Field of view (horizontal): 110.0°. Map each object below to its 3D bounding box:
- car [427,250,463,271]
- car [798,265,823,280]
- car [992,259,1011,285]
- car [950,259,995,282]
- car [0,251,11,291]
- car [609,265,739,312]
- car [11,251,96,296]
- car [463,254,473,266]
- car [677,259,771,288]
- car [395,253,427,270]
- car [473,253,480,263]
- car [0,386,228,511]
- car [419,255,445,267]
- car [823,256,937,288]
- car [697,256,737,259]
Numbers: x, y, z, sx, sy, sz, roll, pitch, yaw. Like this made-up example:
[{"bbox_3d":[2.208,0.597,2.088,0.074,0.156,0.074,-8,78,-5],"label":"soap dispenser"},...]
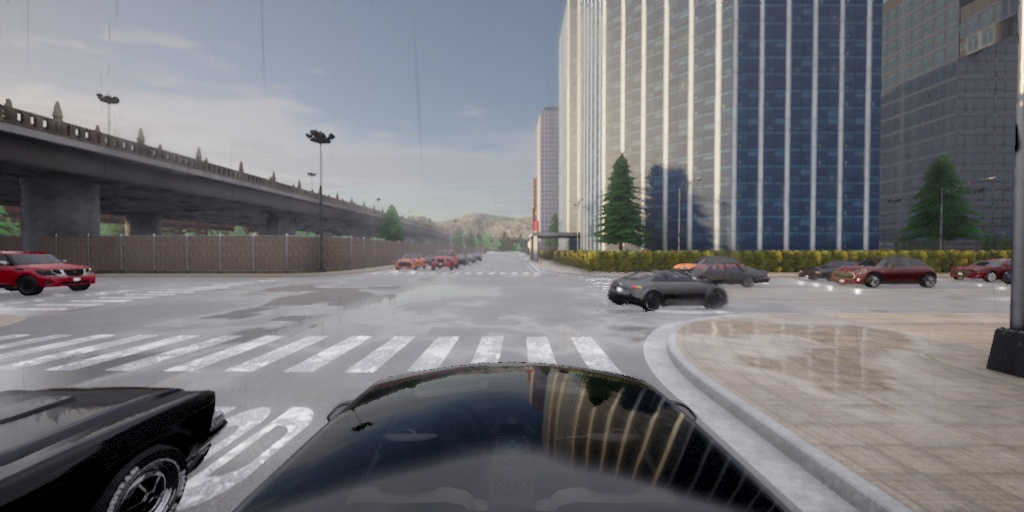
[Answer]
[{"bbox_3d":[-6.862,0.393,37.229,2.150,2.045,5.566,0,1,0],"label":"car"},{"bbox_3d":[22.541,0.991,24.115,5.357,1.411,2.033,0,1,1],"label":"car"},{"bbox_3d":[31.102,1.067,20.528,4.181,1.385,1.994,0,1,1],"label":"car"},{"bbox_3d":[32.568,0.925,24.008,5.008,1.535,1.882,0,1,1],"label":"car"},{"bbox_3d":[-23.647,0.828,13.788,5.566,2.045,2.150,0,1,0],"label":"car"},{"bbox_3d":[5.674,1.165,13.048,4.181,1.385,1.994,1,0,-17],"label":"car"},{"bbox_3d":[-23.739,0.770,17.295,5.566,2.045,2.150,0,1,0],"label":"car"},{"bbox_3d":[-6.790,0.487,47.233,1.882,1.535,5.008,0,1,1],"label":"car"},{"bbox_3d":[11.754,1.045,20.707,5.357,1.411,2.033,0,1,0],"label":"car"},{"bbox_3d":[-10.390,0.526,37.044,2.097,1.767,4.553,0,1,1],"label":"car"},{"bbox_3d":[-6.690,0.383,56.554,1.812,1.442,4.674,0,1,1],"label":"car"},{"bbox_3d":[-3.380,1.363,0.927,1.895,1.301,4.718,0,1,0],"label":"car"},{"bbox_3d":[-10.284,0.568,46.513,2.033,1.411,5.357,0,1,2],"label":"car"},{"bbox_3d":[21.234,0.853,20.623,4.553,1.767,2.097,0,1,0],"label":"car"},{"bbox_3d":[13.126,0.794,24.192,4.553,1.767,2.097,0,1,0],"label":"car"}]
